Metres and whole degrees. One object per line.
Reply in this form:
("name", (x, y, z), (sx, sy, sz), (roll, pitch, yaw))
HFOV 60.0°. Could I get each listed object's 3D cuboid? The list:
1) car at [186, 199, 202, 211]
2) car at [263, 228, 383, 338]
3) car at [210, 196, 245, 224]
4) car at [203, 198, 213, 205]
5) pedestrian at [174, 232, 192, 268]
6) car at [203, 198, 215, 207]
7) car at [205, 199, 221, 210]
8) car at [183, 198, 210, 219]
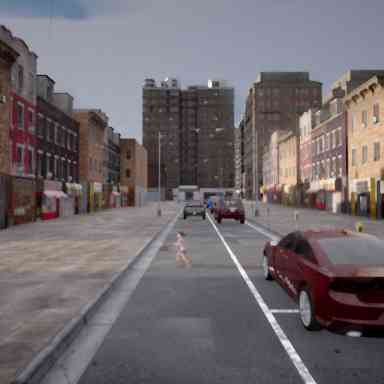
("car", (0.287, 1.665, 43.880), (2.033, 1.411, 5.357), (0, 0, 1))
("car", (2.786, 1.483, 6.866), (1.882, 1.535, 5.008), (0, 0, 0))
("car", (2.796, 1.357, 25.211), (2.192, 1.841, 5.009), (1, 0, 0))
("car", (3.000, 1.815, 63.276), (1.802, 1.307, 4.206), (1, 0, 0))
("pedestrian", (-0.264, 1.682, 9.901), (0.500, 1.100, 0.500), (1, -1, 0))
("car", (2.970, 1.781, 57.838), (1.802, 1.307, 4.206), (1, 0, 0))
("car", (2.911, 1.679, 46.962), (1.887, 1.381, 4.507), (1, 0, 0))
("car", (0.229, 1.547, 29.351), (2.128, 1.511, 4.902), (0, 0, 1))
